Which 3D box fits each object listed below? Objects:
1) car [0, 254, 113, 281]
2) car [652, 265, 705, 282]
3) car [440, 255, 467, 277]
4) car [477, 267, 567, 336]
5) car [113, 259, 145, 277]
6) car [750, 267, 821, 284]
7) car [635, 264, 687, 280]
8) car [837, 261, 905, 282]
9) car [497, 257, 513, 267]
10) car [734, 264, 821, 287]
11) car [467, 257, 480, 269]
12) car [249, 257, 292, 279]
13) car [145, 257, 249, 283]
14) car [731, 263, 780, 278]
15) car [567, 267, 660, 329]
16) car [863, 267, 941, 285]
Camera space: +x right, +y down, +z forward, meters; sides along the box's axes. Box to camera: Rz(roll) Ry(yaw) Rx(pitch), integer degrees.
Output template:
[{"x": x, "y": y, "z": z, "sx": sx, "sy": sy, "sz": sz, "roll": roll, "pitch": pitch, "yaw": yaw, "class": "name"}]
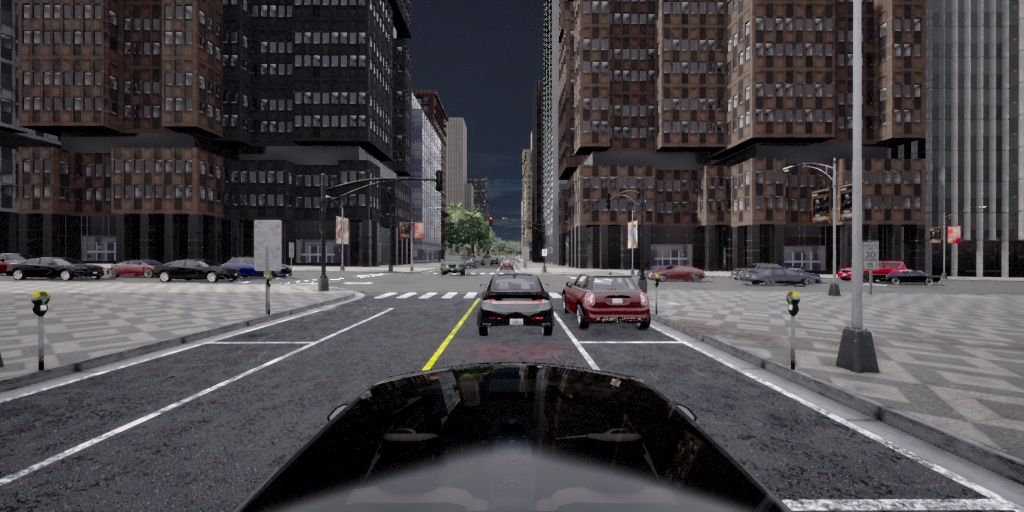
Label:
[{"x": -30.741, "y": 0.827, "z": 24.281, "sx": 5.008, "sy": 1.535, "sz": 1.882, "roll": 1, "pitch": 0, "yaw": 0, "class": "car"}, {"x": 14.351, "y": 1.507, "z": 31.379, "sx": 4.674, "sy": 1.442, "sz": 1.812, "roll": 1, "pitch": 0, "yaw": -1, "class": "car"}, {"x": -5.809, "y": 0.913, "z": 35.358, "sx": 2.150, "sy": 2.045, "sz": 5.566, "roll": 1, "pitch": 0, "yaw": -8, "class": "car"}, {"x": 0.076, "y": 1.241, "z": 10.361, "sx": 2.128, "sy": 1.511, "sz": 4.902, "roll": 0, "pitch": 0, "yaw": -1, "class": "car"}, {"x": -28.208, "y": 0.946, "z": 27.547, "sx": 4.181, "sy": 1.385, "sz": 1.994, "roll": 1, "pitch": 0, "yaw": -1, "class": "car"}, {"x": 23.923, "y": 1.721, "z": 31.467, "sx": 4.718, "sy": 1.301, "sz": 1.895, "roll": 1, "pitch": 0, "yaw": -1, "class": "car"}, {"x": 14.340, "y": 1.541, "z": 34.631, "sx": 4.181, "sy": 1.385, "sz": 1.994, "roll": 1, "pitch": 0, "yaw": -1, "class": "car"}, {"x": 34.969, "y": 1.497, "z": 34.803, "sx": 5.566, "sy": 2.045, "sz": 2.150, "roll": 1, "pitch": 0, "yaw": -1, "class": "car"}, {"x": -0.762, "y": 1.197, "z": 52.628, "sx": 1.967, "sy": 1.591, "sz": 4.097, "roll": 0, "pitch": 0, "yaw": -1, "class": "car"}, {"x": 20.834, "y": 1.626, "z": 27.967, "sx": 5.357, "sy": 1.411, "sz": 2.033, "roll": 1, "pitch": 0, "yaw": -1, "class": "car"}, {"x": -6.656, "y": 1.314, "z": 56.579, "sx": 2.033, "sy": 1.411, "sz": 5.357, "roll": 0, "pitch": 0, "yaw": 0, "class": "car"}, {"x": -19.564, "y": 0.855, "z": 27.628, "sx": 4.553, "sy": 1.767, "sz": 2.097, "roll": 1, "pitch": 0, "yaw": 0, "class": "car"}, {"x": -21.274, "y": 0.961, "z": 24.363, "sx": 5.008, "sy": 1.535, "sz": 1.882, "roll": 1, "pitch": 0, "yaw": -1, "class": "car"}, {"x": 23.810, "y": 1.466, "z": 34.713, "sx": 4.553, "sy": 1.767, "sz": 2.097, "roll": 1, "pitch": 0, "yaw": 0, "class": "car"}, {"x": 2.734, "y": 1.189, "z": 11.247, "sx": 1.967, "sy": 1.591, "sz": 4.097, "roll": 0, "pitch": 0, "yaw": 0, "class": "car"}, {"x": 34.360, "y": 1.873, "z": 31.549, "sx": 4.718, "sy": 1.301, "sz": 1.895, "roll": 1, "pitch": 0, "yaw": 0, "class": "car"}]
